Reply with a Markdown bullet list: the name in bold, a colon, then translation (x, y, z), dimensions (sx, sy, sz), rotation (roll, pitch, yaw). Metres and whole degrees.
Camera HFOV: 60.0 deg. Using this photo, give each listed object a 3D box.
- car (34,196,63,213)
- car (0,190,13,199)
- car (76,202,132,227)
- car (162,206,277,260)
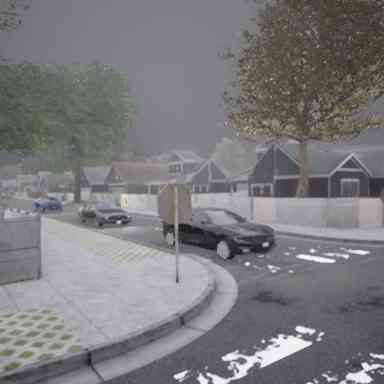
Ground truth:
- **car**: translation (-14.262, 1.184, 32.977), dimensions (1.882, 1.535, 5.008), rotation (-1, 1, -36)
- **car**: translation (-43.737, 0.941, 78.666), dimensions (2.128, 1.511, 4.902), rotation (-1, 1, -36)
- **car**: translation (-5.738, 1.329, 21.153), dimensions (2.033, 1.411, 5.357), rotation (-1, 1, -36)
- **car**: translation (0.783, 1.319, 12.115), dimensions (1.882, 1.535, 5.008), rotation (-1, 1, -36)
